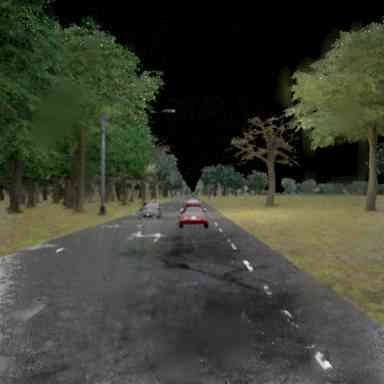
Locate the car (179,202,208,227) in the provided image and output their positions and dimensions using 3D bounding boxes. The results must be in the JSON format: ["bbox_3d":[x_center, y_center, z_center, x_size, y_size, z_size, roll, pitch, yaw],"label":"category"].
[{"bbox_3d":[0.110,1.658,23.735,1.994,1.385,4.181,0,0,0],"label":"car"}]

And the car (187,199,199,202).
[{"bbox_3d":[0.106,1.633,41.570,1.882,1.535,5.008,0,0,0],"label":"car"}]

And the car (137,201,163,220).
[{"bbox_3d":[-3.587,1.619,29.305,1.837,1.490,4.892,0,0,0],"label":"car"}]
